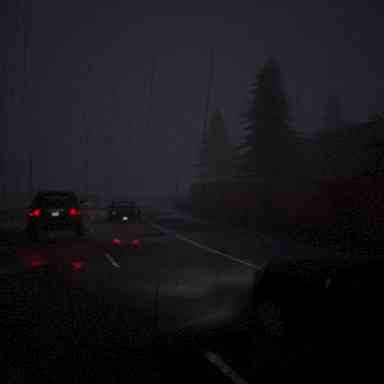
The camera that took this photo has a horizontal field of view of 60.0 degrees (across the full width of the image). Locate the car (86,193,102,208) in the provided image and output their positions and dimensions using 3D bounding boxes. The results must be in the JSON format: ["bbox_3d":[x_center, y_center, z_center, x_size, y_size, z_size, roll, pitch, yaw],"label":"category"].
[{"bbox_3d":[-10.763,0.871,35.149,2.128,1.511,4.902,0,1,-7],"label":"car"}]

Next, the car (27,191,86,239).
[{"bbox_3d":[-6.400,0.937,15.942,2.150,2.045,5.566,-1,1,-19],"label":"car"}]

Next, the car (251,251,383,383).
[{"bbox_3d":[2.747,1.407,3.862,1.882,1.535,5.008,-1,1,-29],"label":"car"}]

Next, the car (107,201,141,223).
[{"bbox_3d":[-4.582,1.215,21.818,1.895,1.301,4.718,0,1,-16],"label":"car"}]
